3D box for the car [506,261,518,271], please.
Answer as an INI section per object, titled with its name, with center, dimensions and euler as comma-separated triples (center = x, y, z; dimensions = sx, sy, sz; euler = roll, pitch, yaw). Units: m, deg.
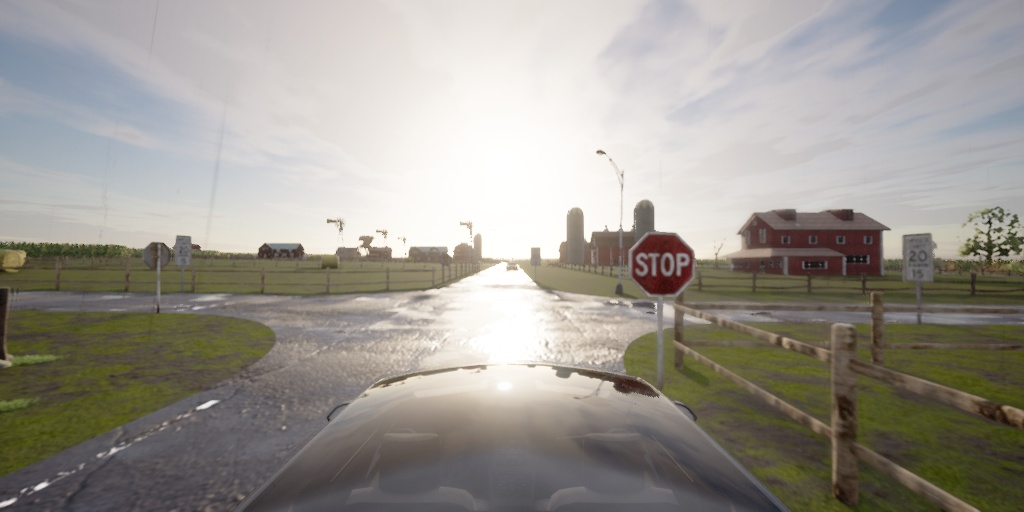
[car]
center = -0.009, 1.828, 61.137
dimensions = 1.895, 1.301, 4.718
euler = 0, 0, 0
